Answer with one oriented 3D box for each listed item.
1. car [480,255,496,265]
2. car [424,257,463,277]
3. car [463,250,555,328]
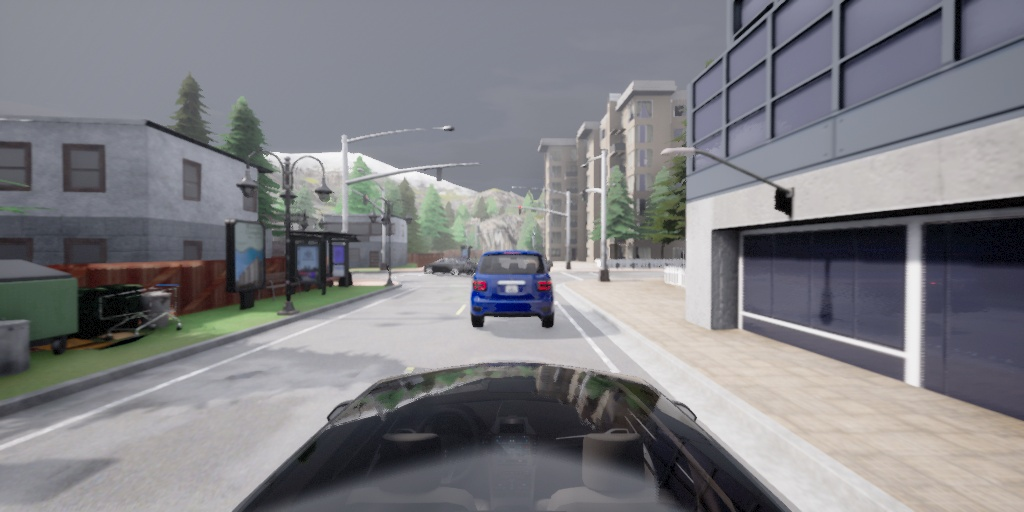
[{"bbox_3d":[-3.577,0.594,54.279,2.033,1.411,5.357,0,1,0],"label":"car"},{"bbox_3d":[-5.108,0.861,29.503,4.902,1.511,2.128,1,0,33],"label":"car"},{"bbox_3d":[0.050,0.844,11.039,2.150,2.045,5.566,0,0,1],"label":"car"}]
